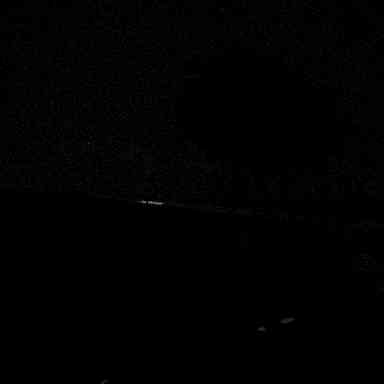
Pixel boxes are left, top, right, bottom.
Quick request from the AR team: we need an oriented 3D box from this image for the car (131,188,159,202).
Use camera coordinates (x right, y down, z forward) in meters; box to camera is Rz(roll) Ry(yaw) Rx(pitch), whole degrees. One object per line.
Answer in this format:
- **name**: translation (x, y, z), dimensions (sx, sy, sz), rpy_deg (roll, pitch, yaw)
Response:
- **car**: translation (-5.674, 0.275, 39.554), dimensions (1.882, 1.535, 5.008), rpy_deg (4, 0, -35)
